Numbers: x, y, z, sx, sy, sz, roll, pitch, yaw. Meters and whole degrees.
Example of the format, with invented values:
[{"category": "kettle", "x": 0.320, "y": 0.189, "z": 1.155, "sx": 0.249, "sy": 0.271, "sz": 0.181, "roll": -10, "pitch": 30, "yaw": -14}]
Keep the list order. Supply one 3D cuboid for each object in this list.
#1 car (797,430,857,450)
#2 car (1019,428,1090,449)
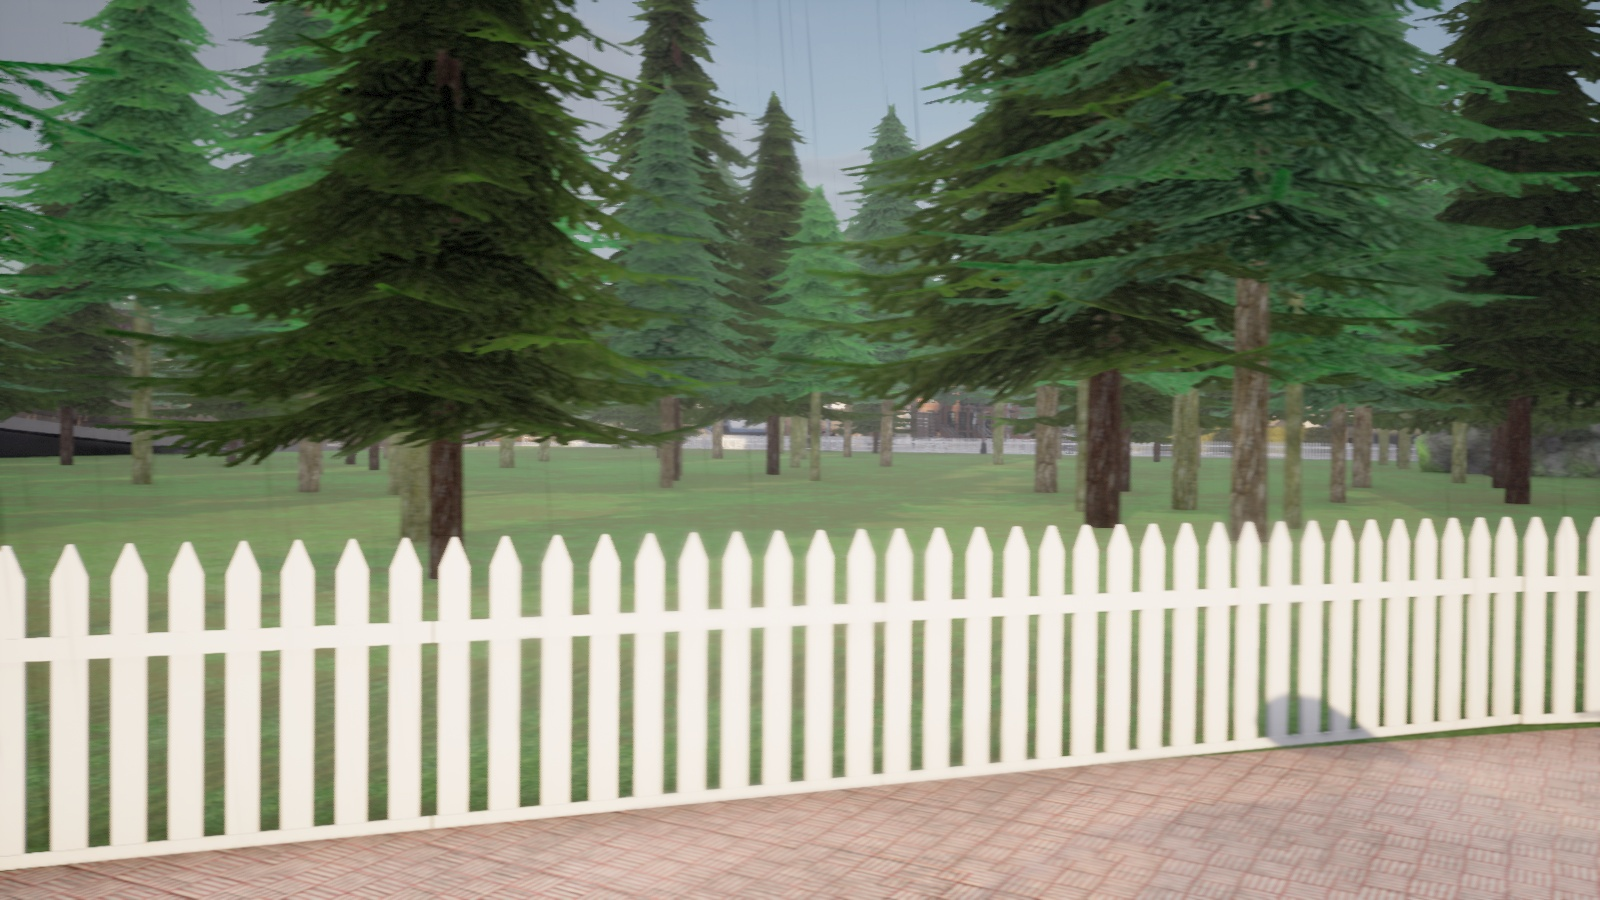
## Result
[{"category": "car", "x": 2.029, "y": -0.784, "z": 94.831, "sx": 4.193, "sy": 1.474, "sz": 1.816, "roll": 0, "pitch": 1, "yaw": 20}, {"category": "car", "x": 18.019, "y": -0.837, "z": 88.903, "sx": 4.674, "sy": 1.442, "sz": 1.812, "roll": 0, "pitch": 1, "yaw": 20}]
